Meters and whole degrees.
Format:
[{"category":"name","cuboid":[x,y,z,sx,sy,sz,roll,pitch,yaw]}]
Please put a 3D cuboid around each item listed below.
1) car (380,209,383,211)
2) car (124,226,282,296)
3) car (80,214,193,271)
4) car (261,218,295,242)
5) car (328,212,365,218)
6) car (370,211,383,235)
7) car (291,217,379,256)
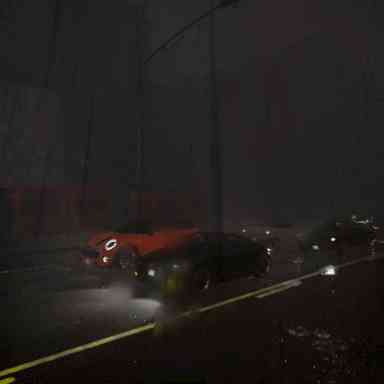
[{"category":"car","cuboid":[18.711,2.402,31.711,4.553,1.767,2.097,2,-3,-43]},{"category":"car","cuboid":[0.470,1.839,9.519,4.181,1.385,1.994,2,-2,-43]},{"category":"car","cuboid":[-1.724,1.700,12.268,4.553,1.767,2.097,2,-2,-44]},{"category":"car","cuboid":[4.784,2.157,18.466,4.718,1.301,1.895,2,-2,-44]},{"category":"car","cuboid":[11.530,2.287,24.904,4.902,1.511,2.128,2,-3,-44]},{"category":"car","cuboid":[13.588,2.218,22.032,4.892,1.490,1.837,2,-3,-43]},{"category":"car","cuboid":[6.797,2.074,15.551,4.718,1.301,1.895,2,-2,-44]}]
